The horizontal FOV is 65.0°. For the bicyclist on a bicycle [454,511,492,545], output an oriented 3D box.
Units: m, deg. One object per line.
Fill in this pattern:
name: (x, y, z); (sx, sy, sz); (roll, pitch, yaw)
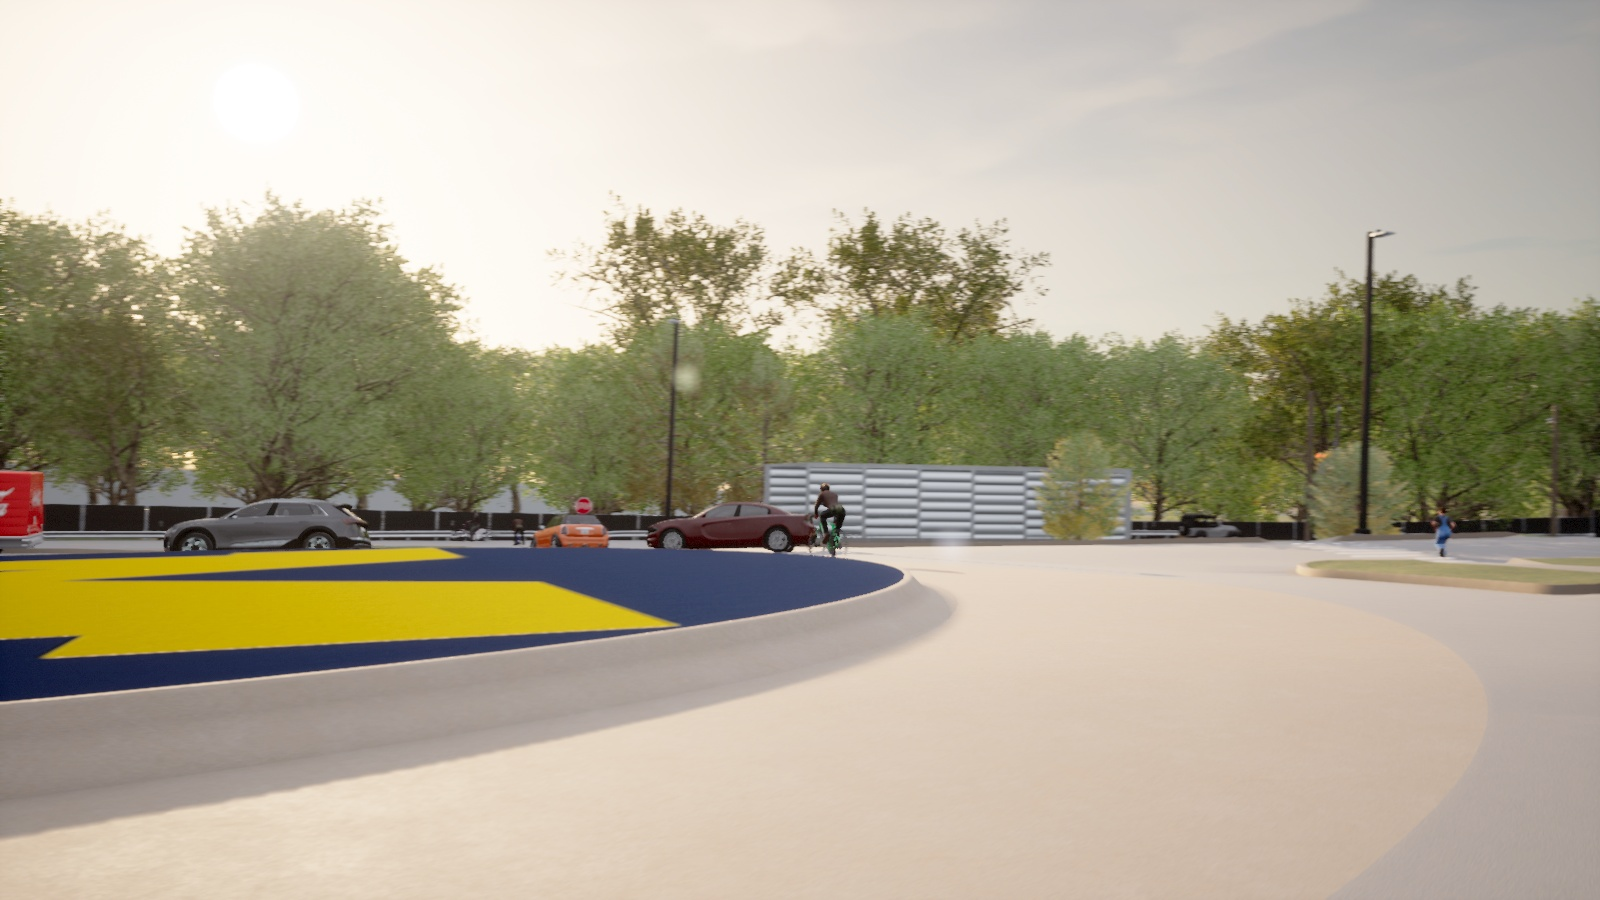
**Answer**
bicyclist on a bicycle: (-17.104, 4.076, 65.730); (1.843, 1.776, 0.659); (2, -2, -22)

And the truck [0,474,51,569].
truck: (-23.218, 1.844, 33.432); (5.204, 2.467, 2.627); (1, -1, -22)

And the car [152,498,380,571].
car: (-13.335, 2.140, 31.655); (4.856, 1.649, 2.033); (0, -9, -7)

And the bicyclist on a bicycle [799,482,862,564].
bicyclist on a bicycle: (0.610, 1.500, 25.655); (0.582, 1.620, 1.656); (2, -4, -26)

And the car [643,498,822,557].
car: (-1.931, 2.301, 36.770); (5.008, 1.535, 1.882); (-1, -6, 5)

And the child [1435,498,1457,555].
child: (14.527, 1.719, 28.255); (0.270, 1.263, 0.437); (2, -2, 5)

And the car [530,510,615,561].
car: (-9.086, 3.435, 49.891); (2.097, 1.767, 4.553); (3, -7, -27)

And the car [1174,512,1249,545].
car: (24.868, 4.723, 75.924); (3.866, 1.878, 1.905); (1, -1, -17)
